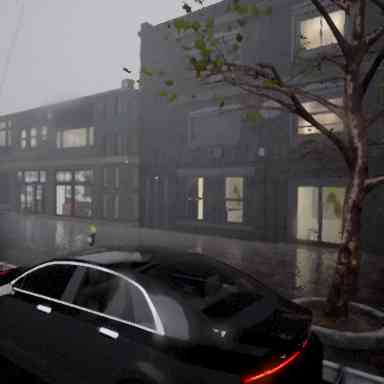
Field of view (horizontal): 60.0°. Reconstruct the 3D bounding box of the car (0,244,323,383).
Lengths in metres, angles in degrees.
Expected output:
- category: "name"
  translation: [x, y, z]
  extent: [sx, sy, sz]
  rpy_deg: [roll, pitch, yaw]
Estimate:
- category: "car"
  translation: [-0.997, 1.422, 4.134]
  extent: [4.892, 1.490, 1.837]
  rpy_deg: [2, 1, 35]
